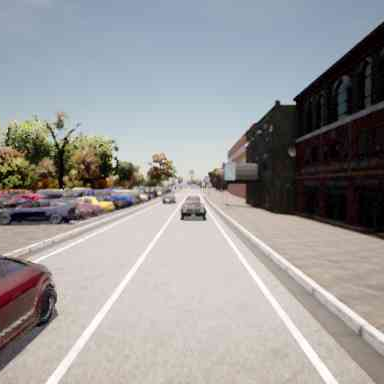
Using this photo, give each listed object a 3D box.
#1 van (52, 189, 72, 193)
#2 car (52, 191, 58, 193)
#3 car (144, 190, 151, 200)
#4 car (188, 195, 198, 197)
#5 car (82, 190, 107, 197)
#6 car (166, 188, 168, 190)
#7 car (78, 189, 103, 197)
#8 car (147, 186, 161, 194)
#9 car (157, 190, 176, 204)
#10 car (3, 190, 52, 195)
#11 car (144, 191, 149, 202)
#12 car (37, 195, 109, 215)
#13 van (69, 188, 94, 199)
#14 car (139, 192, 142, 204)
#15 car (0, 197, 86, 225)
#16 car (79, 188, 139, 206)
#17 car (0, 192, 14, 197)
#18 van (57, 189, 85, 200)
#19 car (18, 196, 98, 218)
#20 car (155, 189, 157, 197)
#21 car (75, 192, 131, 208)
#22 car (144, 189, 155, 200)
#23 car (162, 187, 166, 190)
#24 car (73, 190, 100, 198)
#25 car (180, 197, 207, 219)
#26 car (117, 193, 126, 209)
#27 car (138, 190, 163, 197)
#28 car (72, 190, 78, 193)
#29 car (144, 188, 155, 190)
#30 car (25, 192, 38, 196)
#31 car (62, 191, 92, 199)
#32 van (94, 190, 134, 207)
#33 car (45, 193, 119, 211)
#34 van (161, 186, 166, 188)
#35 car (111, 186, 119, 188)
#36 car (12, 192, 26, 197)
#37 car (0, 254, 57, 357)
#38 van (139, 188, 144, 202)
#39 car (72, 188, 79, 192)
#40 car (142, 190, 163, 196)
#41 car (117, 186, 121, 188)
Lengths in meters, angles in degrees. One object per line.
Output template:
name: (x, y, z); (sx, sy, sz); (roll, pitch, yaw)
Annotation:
van: (-21.656, 0.629, 51.646); (4.442, 1.987, 1.878); (0, 2, 0)
car: (-21.808, 0.975, 45.873); (5.008, 1.535, 2.097); (0, 0, 0)
car: (-9.199, 0.895, 51.629); (4.674, 1.452, 2.002); (0, 2, 0)
car: (0.163, 1.090, 41.977); (1.994, 1.385, 4.181); (0, 1, 0)
car: (-21.624, 0.261, 74.110); (5.008, 1.535, 2.097); (0, 2, 0)
car: (-8.977, 0.063, 82.700); (4.792, 1.488, 2.163); (0, 2, 0)
car: (-21.677, 0.210, 71.284); (4.553, 1.767, 2.185); (0, 2, 0)
car: (-9.159, 0.305, 62.920); (5.566, 2.045, 2.435); (0, 2, 0)
car: (-3.239, 0.927, 47.261); (2.128, 1.511, 4.902); (0, 1, 1)
car: (-21.804, 0.752, 43.036); (5.566, 2.045, 2.435); (0, 1, 0)
car: (-9.223, 0.965, 48.796); (4.674, 1.452, 2.002); (0, 2, 0)
car: (-9.365, 1.193, 26.178); (4.674, 1.452, 2.002); (0, 1, 0)
van: (-21.797, 0.256, 65.764); (4.442, 1.987, 1.878); (0, 1, 0)
car: (-9.258, 1.043, 43.131); (4.674, 1.452, 2.002); (0, 1, 0)
car: (-9.427, 1.232, 20.526); (4.792, 1.488, 2.163); (0, 1, 0)
car: (-9.263, 0.802, 37.478); (5.566, 2.045, 2.435); (0, 1, 0)
car: (-21.893, 1.078, 34.693); (4.892, 1.521, 2.231); (0, 1, 0)
van: (-21.836, 0.405, 60.116); (4.442, 1.987, 1.878); (0, 2, 0)
car: (-9.383, 1.217, 23.353); (4.674, 1.452, 2.002); (0, 0, 0)
car: (-9.151, 0.671, 60.103); (4.674, 1.452, 2.002); (0, 2, 0)
car: (-9.314, 1.078, 34.654); (5.008, 1.535, 2.097); (0, 1, 0)
car: (-9.179, 0.780, 54.453); (5.008, 1.535, 2.097); (0, 2, 0)
car: (-8.892, 0.329, 71.400); (5.366, 1.575, 1.946); (0, 2, 0)
car: (-21.670, 0.410, 68.465); (5.008, 1.535, 2.097); (0, 2, 0)
car: (0.110, 1.342, 25.807); (1.895, 1.301, 4.718); (0, 1, 0)
car: (-9.322, 1.103, 31.830); (5.008, 1.535, 2.097); (0, 0, 0)
car: (-9.245, 0.255, 74.227); (5.366, 1.575, 1.946); (0, 2, 0)
car: (-21.788, 0.810, 54.479); (4.792, 1.488, 2.163); (0, 2, 0)
car: (-9.198, 0.580, 57.274); (4.553, 1.767, 2.185); (0, 2, 0)
car: (-21.821, 1.058, 40.215); (4.792, 1.488, 2.163); (0, 1, 0)
car: (-21.706, 0.558, 62.944); (4.892, 1.521, 2.231); (0, 2, 0)
van: (-9.390, 0.802, 40.304); (4.442, 1.987, 1.878); (0, 1, 0)
car: (-9.530, 1.125, 29.005); (5.366, 1.575, 1.946); (0, 1, 0)
van: (-9.141, -0.117, 79.870); (4.442, 1.987, 1.878); (0, 2, 0)
car: (-21.570, 0.034, 82.702); (5.008, 1.535, 2.097); (0, 2, 0)
car: (-21.840, 1.083, 37.391); (4.792, 1.488, 2.163); (0, 1, 0)
car: (-3.350, 1.529, 4.141); (1.994, 1.385, 4.181); (0, 0, 0)
van: (-9.355, 0.750, 45.835); (4.442, 1.987, 1.878); (0, 1, 0)
car: (-21.707, 0.583, 57.171); (4.553, 1.767, 2.185); (0, 2, 0)
car: (-9.039, 0.223, 77.051); (4.674, 1.452, 2.002); (0, 2, 0)
car: (-21.552, -0.041, 85.525); (5.008, 1.535, 2.097); (0, 1, 0)
